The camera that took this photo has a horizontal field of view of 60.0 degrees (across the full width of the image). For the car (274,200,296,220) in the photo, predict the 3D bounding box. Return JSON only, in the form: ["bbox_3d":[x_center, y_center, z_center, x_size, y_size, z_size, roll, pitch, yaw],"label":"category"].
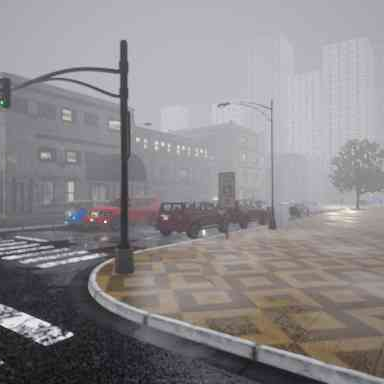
[{"bbox_3d":[6.531,1.616,26.810,1.887,1.381,4.507,-1,-1,35],"label":"car"}]

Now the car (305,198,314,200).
[{"bbox_3d":[22.072,1.816,63.194,2.008,1.369,4.403,-1,-1,35],"label":"car"}]

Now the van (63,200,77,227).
[{"bbox_3d":[-6.699,1.414,22.648,1.690,1.788,3.998,-1,0,35],"label":"van"}]

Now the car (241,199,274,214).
[{"bbox_3d":[7.627,1.640,38.330,1.837,1.490,4.892,0,0,36],"label":"car"}]

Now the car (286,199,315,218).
[{"bbox_3d":[9.728,1.657,31.315,1.947,1.339,4.313,-1,-1,35],"label":"car"}]

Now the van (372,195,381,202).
[{"bbox_3d":[44.890,1.694,80.875,1.690,1.788,3.998,-1,-1,35],"label":"van"}]

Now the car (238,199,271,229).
[{"bbox_3d":[3.333,1.368,22.306,2.192,1.841,5.009,-1,-1,35],"label":"car"}]

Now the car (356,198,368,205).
[{"bbox_3d":[32.104,1.801,62.851,2.008,1.369,4.403,-1,-1,35],"label":"car"}]

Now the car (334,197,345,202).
[{"bbox_3d":[38.055,1.936,85.719,1.887,1.381,4.507,-1,-1,35],"label":"car"}]

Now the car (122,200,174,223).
[{"bbox_3d":[-3.502,1.531,27.152,1.967,1.590,4.097,-1,-1,35],"label":"car"}]

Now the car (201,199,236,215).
[{"bbox_3d":[2.892,1.570,36.164,1.967,1.590,4.097,-1,-1,35],"label":"car"}]

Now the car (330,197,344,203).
[{"bbox_3d":[34.858,1.915,81.214,2.008,1.369,4.403,-1,-1,35],"label":"car"}]

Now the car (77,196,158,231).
[{"bbox_3d":[-4.246,1.285,21.626,2.150,2.045,5.566,0,0,35],"label":"car"}]

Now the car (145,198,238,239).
[{"bbox_3d":[0.137,1.350,17.801,2.192,1.841,5.009,-1,-1,35],"label":"car"}]

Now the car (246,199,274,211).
[{"bbox_3d":[9.285,1.723,45.172,2.008,1.369,4.403,-1,-1,35],"label":"car"}]

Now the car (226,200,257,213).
[{"bbox_3d":[6.088,1.701,40.667,2.008,1.369,4.403,-1,-1,35],"label":"car"}]

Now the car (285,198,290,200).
[{"bbox_3d":[15.579,1.742,54.044,1.752,1.417,4.829,-1,-1,35],"label":"car"}]

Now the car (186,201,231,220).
[{"bbox_3d":[1.592,1.622,29.835,1.812,1.442,4.674,0,0,36],"label":"car"}]
